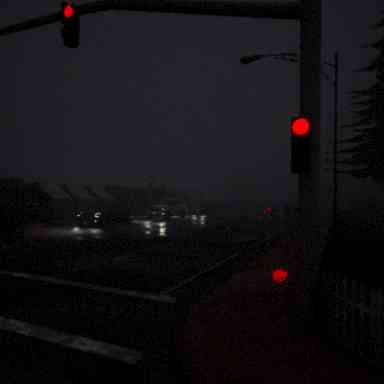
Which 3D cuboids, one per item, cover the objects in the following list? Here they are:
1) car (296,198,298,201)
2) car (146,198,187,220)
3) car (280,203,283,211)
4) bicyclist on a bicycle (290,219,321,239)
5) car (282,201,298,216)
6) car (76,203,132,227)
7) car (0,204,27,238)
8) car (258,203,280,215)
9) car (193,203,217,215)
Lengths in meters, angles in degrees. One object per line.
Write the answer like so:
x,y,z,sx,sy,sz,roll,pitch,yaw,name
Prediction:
17.464,2.232,52.150,2.150,2.045,5.566,1,-1,24,car
-2.460,1.672,33.880,2.150,2.045,5.566,0,-1,24,car
13.912,2.444,52.806,1.882,1.535,5.008,0,-1,24,car
5.922,1.643,17.213,1.656,1.620,0.582,0,-1,24,bicyclist on a bicycle
13.378,2.298,43.056,1.882,1.535,5.008,1,-1,24,car
-6.469,1.616,24.972,2.097,1.767,4.553,1,-1,24,car
-10.480,1.429,16.050,2.097,1.767,4.553,0,-1,24,car
10.133,2.317,44.450,1.812,1.442,4.674,1,-1,23,car
1.727,2.137,43.133,2.128,1.511,4.902,0,-1,25,car
